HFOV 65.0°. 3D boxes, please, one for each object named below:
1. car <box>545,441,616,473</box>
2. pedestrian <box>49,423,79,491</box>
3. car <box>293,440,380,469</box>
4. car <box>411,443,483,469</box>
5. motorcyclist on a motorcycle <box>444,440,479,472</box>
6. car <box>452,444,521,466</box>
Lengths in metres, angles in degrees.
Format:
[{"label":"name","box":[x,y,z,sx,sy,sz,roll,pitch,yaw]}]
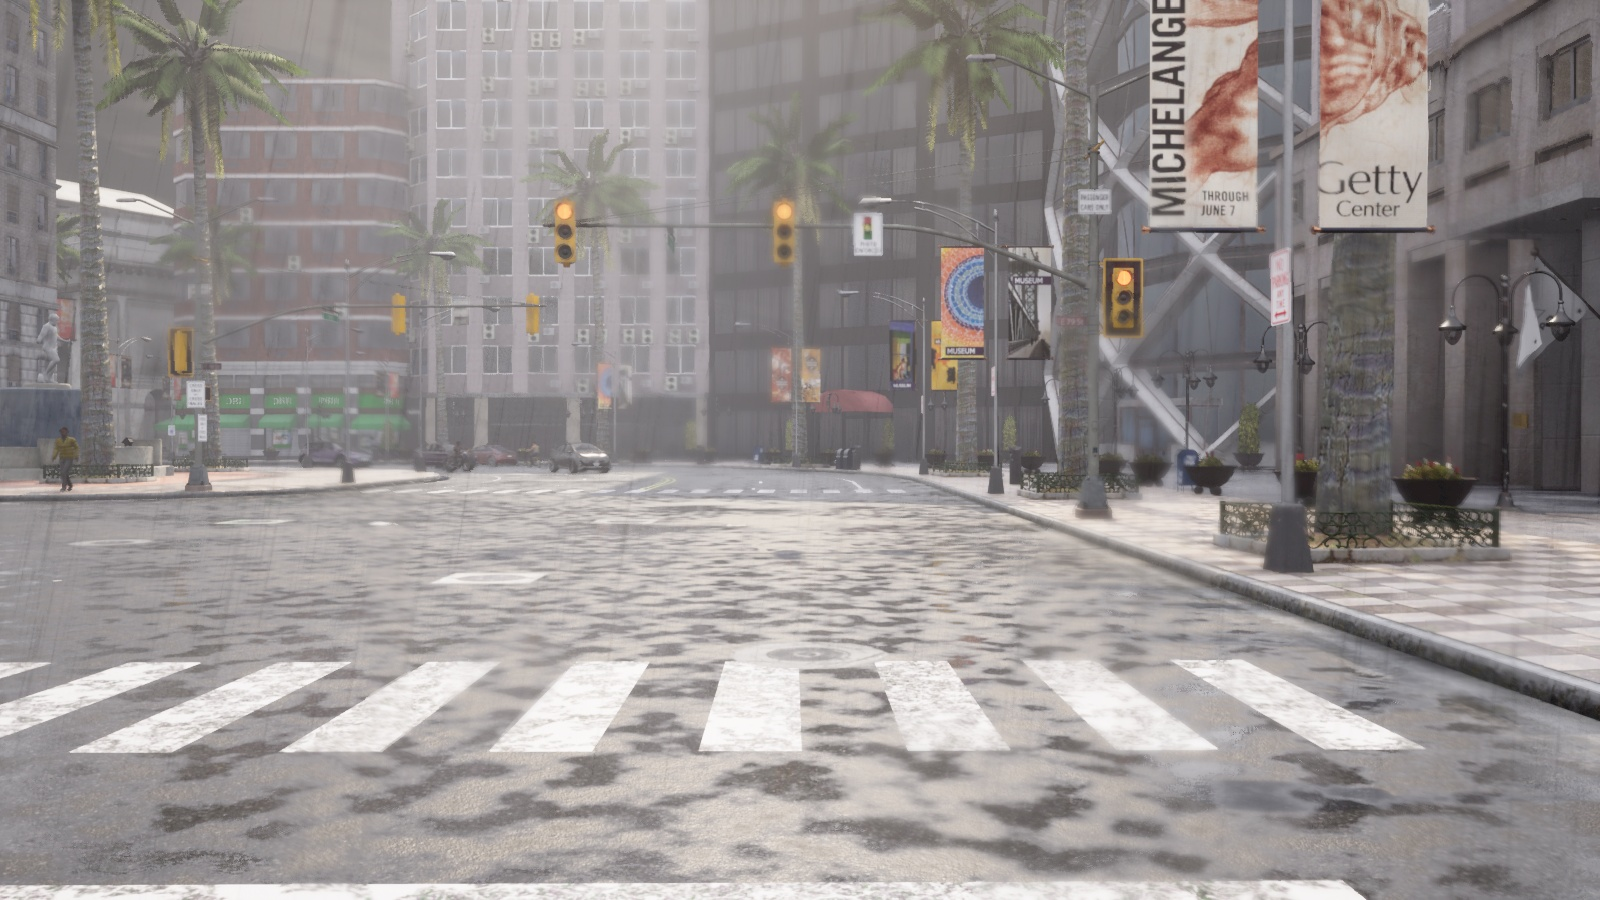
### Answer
[{"label":"car","box":[-11.033,0.329,62.929,2.007,1.525,4.514,0,0,-32]},{"label":"pedestrian","box":[-20.406,0.190,34.813,0.431,1.840,0.709,0,0,-1]},{"label":"car","box":[-27.228,0.238,73.760,4.856,1.649,2.033,0,0,27]},{"label":"car","box":[-20.770,0.327,73.766,4.193,1.474,1.816,0,0,35]},{"label":"motorcyclist on a motorcycle","box":[-17.960,0.307,66.593,0.766,1.649,2.350,-1,1,-44]},{"label":"car","box":[-20.471,0.331,81.985,4.181,1.385,1.994,0,0,32]}]
